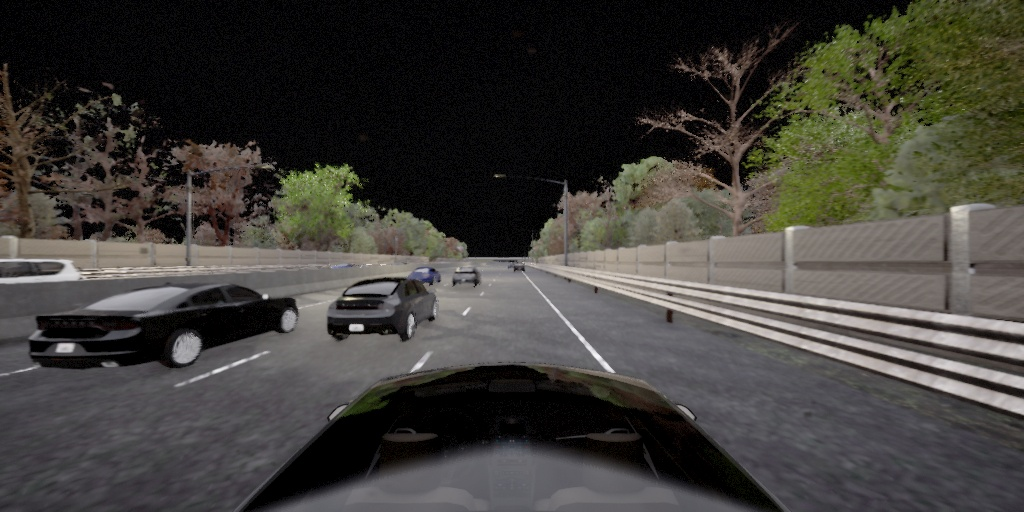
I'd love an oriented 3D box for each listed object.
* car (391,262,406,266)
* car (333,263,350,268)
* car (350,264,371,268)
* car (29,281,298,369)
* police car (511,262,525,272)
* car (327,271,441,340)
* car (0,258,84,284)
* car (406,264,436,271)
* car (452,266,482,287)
[{"bbox_3d":[-17.549,1.726,55.553,2.097,1.767,4.553,0,-1,0],"label":"car"},{"bbox_3d":[-24.552,1.815,52.674,1.882,1.535,5.008,0,-1,1],"label":"car"},{"bbox_3d":[-21.064,1.888,51.674,1.994,1.385,4.181,0,-1,0],"label":"car"},{"bbox_3d":[-6.901,1.297,8.019,1.882,1.535,5.008,0,-1,0],"label":"car"},{"bbox_3d":[1.219,1.853,59.590,1.930,1.638,5.238,0,-1,0],"label":"police car"},{"bbox_3d":[-3.401,1.350,10.261,1.837,1.490,4.892,0,-1,0],"label":"car"},{"bbox_3d":[-17.602,1.080,11.505,2.150,2.045,5.566,0,-1,0],"label":"car"},{"bbox_3d":[-6.903,1.582,28.643,1.812,1.442,4.674,0,-1,0],"label":"car"},{"bbox_3d":[-3.403,1.535,27.589,2.128,1.511,4.902,0,-1,0],"label":"car"}]
